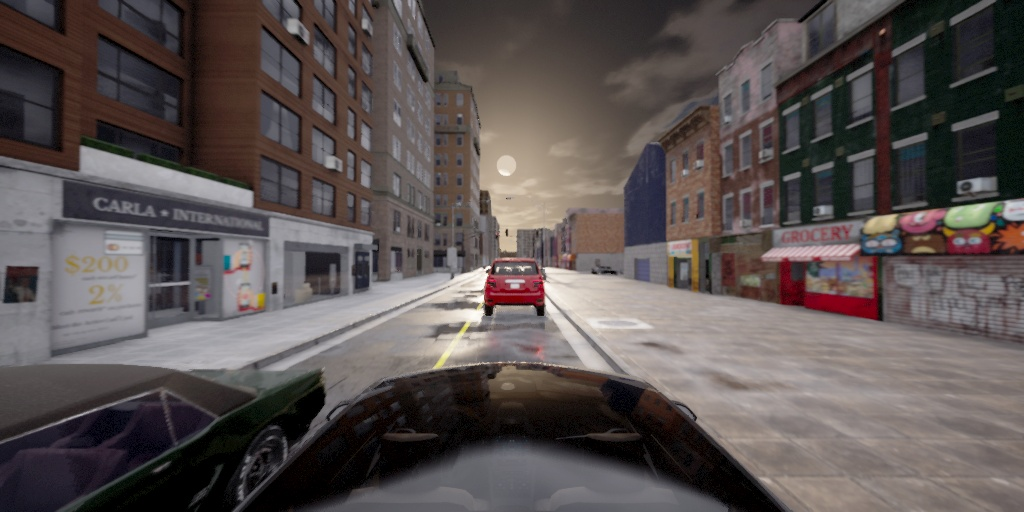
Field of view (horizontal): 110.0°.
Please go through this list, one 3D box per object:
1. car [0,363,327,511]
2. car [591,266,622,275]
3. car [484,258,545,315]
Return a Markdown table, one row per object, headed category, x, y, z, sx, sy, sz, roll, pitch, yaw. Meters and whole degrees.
| category | x | y | z | sx | sy | sz | roll | pitch | yaw |
| --- | --- | --- | --- | --- | --- | --- | --- | --- | --- |
| car | -2.851 | 1.348 | 1.482 | 1.895 | 1.301 | 4.718 | 0 | -1 | 0 |
| car | 13.214 | 2.062 | 50.271 | 4.313 | 1.339 | 1.948 | 0 | 0 | 0 |
| car | 0.098 | 1.132 | 14.473 | 2.150 | 2.045 | 5.566 | 0 | -1 | 0 |
